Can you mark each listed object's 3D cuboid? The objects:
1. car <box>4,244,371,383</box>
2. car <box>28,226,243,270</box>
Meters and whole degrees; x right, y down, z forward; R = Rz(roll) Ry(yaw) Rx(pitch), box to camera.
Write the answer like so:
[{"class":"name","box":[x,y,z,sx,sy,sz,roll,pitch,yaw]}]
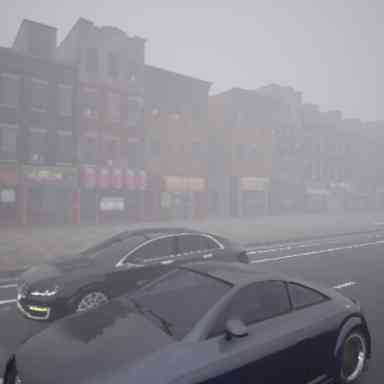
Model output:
[{"class":"car","box":[0.205,1.584,3.831,4.181,1.385,1.994,1,0,-36]},{"class":"car","box":[-0.928,1.533,7.017,4.892,1.490,1.837,1,0,-36]}]
